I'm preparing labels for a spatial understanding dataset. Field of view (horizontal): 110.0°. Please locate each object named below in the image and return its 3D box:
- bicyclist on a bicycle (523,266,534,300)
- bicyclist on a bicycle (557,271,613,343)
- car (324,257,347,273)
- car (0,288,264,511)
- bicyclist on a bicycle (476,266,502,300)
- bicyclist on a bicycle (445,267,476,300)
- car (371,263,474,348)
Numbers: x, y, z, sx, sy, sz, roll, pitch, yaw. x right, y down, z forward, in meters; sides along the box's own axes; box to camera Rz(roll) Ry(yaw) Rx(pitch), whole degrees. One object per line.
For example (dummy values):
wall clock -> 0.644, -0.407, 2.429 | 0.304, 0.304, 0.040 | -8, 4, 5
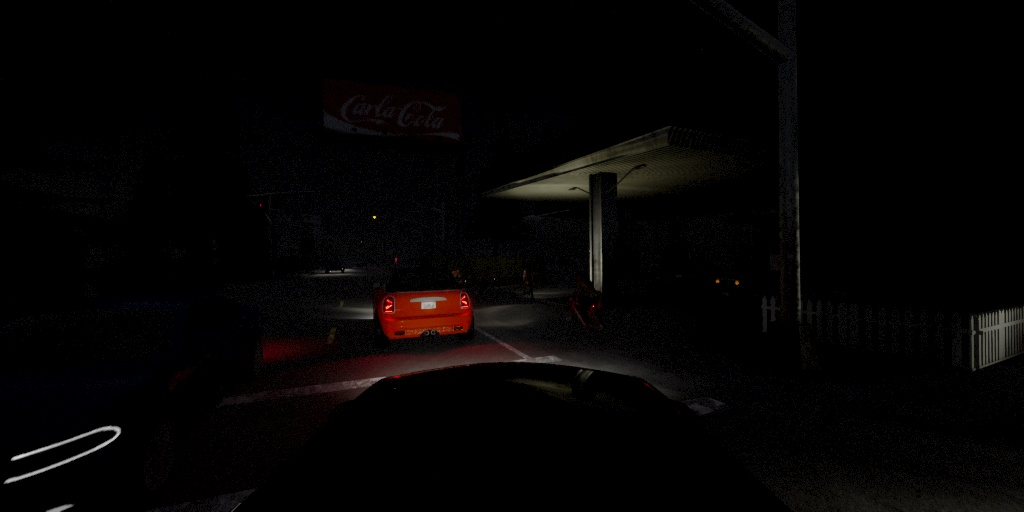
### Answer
bicyclist on a bicycle -> 0.824, 1.332, 17.861 | 0.582, 1.620, 1.656 | -1, 0, 16
bicyclist on a bicycle -> 1.719, 1.199, 8.651 | 0.582, 1.620, 1.656 | 3, -2, -42
car -> -23.614, 1.211, 47.848 | 2.150, 2.045, 5.566 | -1, 0, -25
car -> -4.351, 1.195, 4.032 | 1.882, 1.535, 5.008 | 0, 0, -24
bicyclist on a bicycle -> -1.285, 1.344, 17.750 | 1.656, 1.620, 0.582 | 0, 0, -21
bicyclist on a bicycle -> -2.595, 1.318, 16.371 | 1.656, 1.620, 0.582 | 1, 0, 37
car -> -2.527, 1.057, 9.444 | 2.097, 1.767, 4.553 | -1, 0, -22
